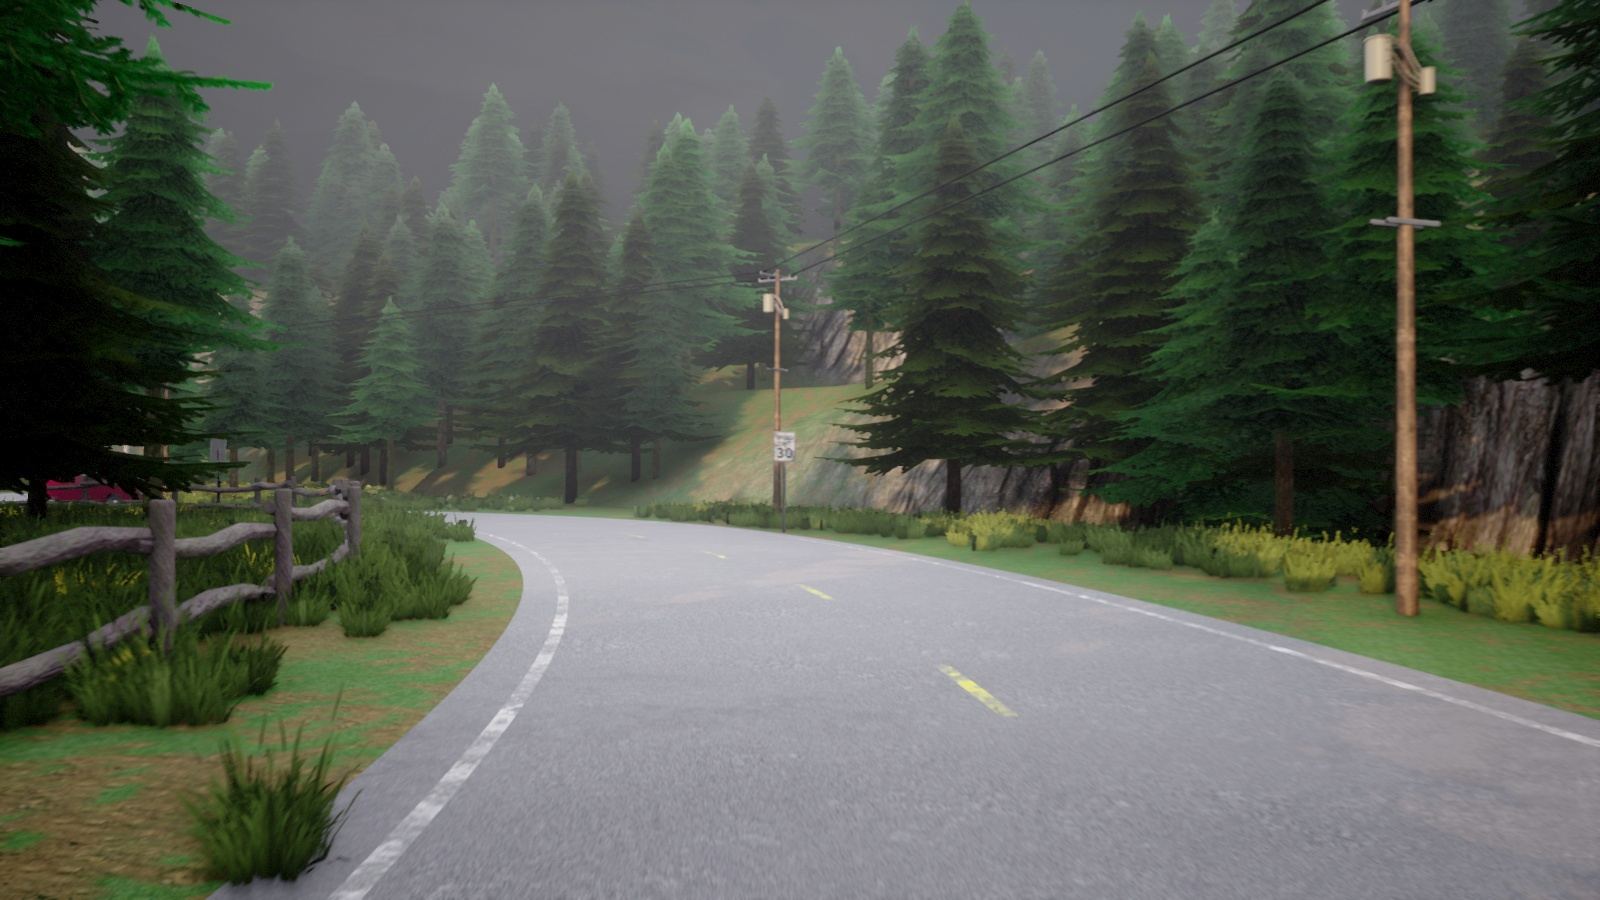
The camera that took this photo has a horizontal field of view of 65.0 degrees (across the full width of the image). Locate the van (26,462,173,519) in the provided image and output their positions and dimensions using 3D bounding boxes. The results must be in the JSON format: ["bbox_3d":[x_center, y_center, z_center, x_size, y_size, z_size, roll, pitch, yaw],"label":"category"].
[{"bbox_3d":[-25.077,1.437,45.028,4.442,1.987,1.775,0,-1,9],"label":"van"}]
